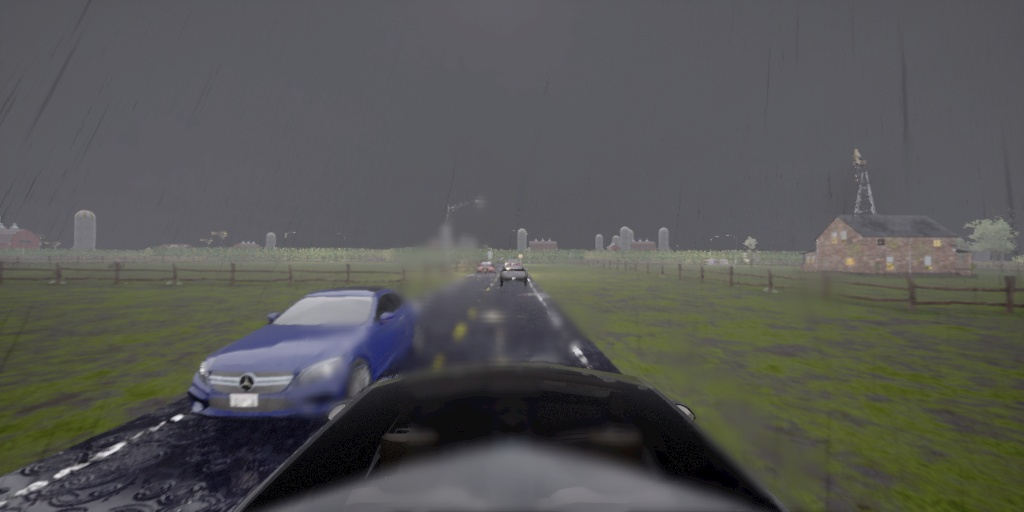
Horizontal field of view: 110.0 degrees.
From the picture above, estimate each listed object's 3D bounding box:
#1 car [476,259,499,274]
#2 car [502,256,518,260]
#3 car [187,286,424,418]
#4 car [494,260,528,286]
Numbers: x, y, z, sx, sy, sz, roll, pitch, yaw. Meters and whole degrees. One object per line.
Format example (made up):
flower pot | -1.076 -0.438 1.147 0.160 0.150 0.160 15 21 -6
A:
car | -2.834 1.308 40.024 1.994 1.385 4.181 0 0 0
car | 0.102 1.091 46.386 2.097 1.767 4.553 0 0 0
car | -2.816 1.276 6.120 1.812 1.442 4.674 0 0 0
car | 0.104 1.240 25.376 2.128 1.511 4.902 0 0 0
